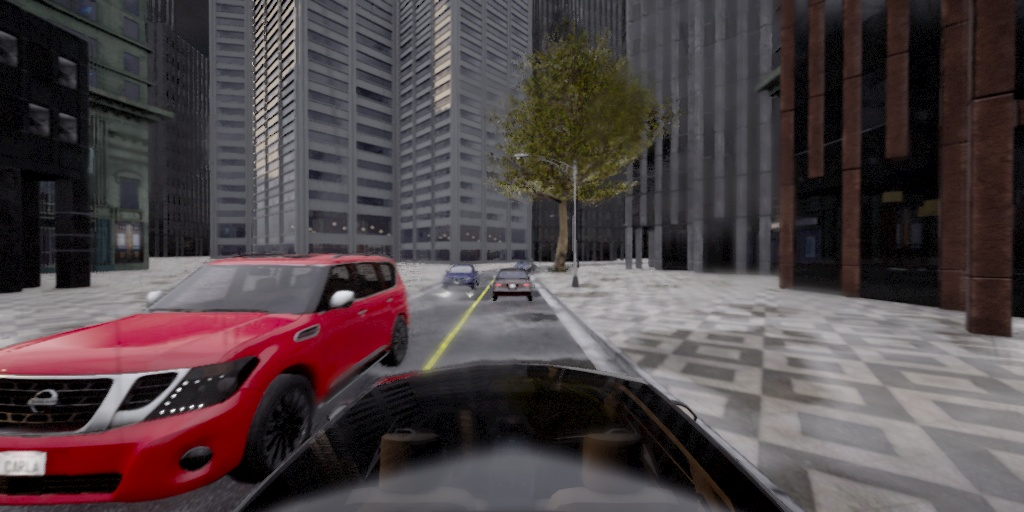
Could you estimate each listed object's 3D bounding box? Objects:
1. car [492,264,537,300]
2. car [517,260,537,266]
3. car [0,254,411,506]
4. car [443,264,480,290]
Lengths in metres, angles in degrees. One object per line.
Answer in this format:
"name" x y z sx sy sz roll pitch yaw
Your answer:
"car" 0.029 1.281 17.479 2.033 1.411 5.357 0 0 0
"car" 1.649 1.193 41.322 2.033 1.411 5.357 0 0 14
"car" -3.089 0.975 5.026 2.150 2.045 5.566 0 0 0
"car" -3.074 1.246 22.428 1.812 1.442 4.674 0 0 0
